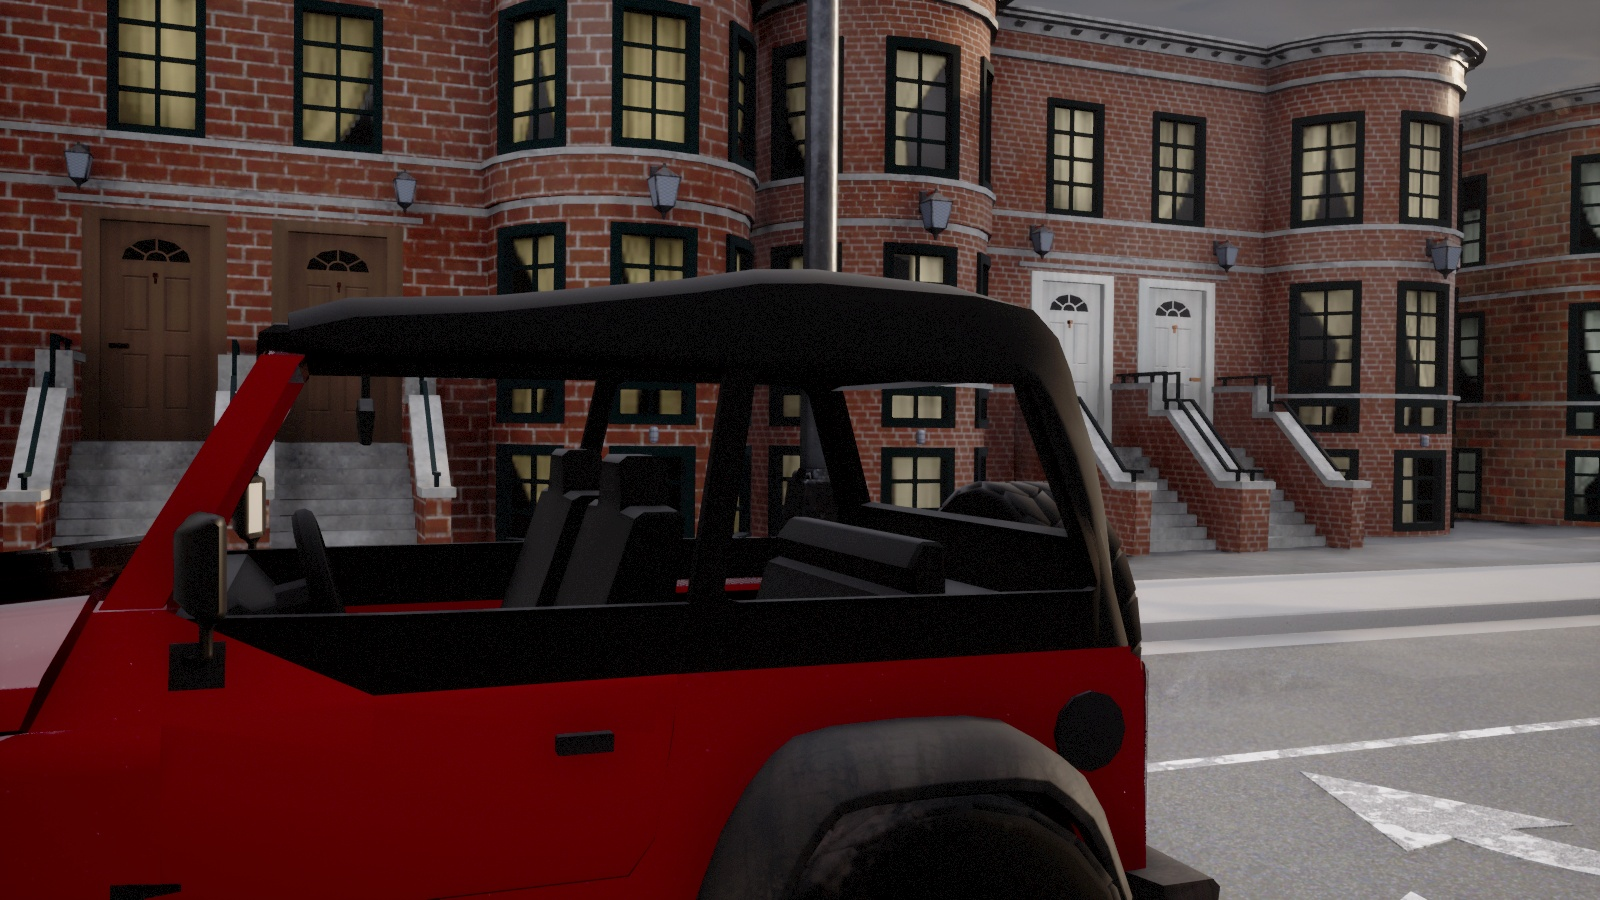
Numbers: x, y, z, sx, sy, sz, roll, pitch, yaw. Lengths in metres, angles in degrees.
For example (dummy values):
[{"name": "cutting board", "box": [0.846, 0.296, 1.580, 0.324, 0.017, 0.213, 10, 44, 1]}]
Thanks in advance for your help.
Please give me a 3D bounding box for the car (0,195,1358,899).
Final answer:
[{"name": "car", "box": [-0.955, 0.557, 2.881, 3.866, 1.878, 1.905, -1, 1, -21]}]
